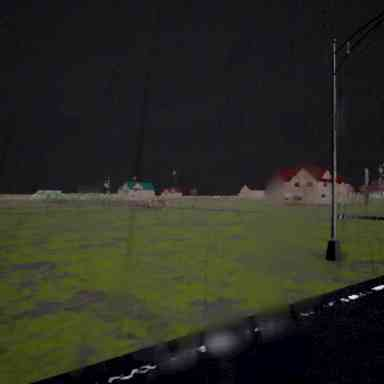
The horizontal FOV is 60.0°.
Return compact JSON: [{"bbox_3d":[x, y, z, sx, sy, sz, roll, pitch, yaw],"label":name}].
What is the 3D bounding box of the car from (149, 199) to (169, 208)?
[{"bbox_3d":[-5.910,2.014,59.153,1.882,1.535,5.008,1,-2,-36],"label":"car"}]
